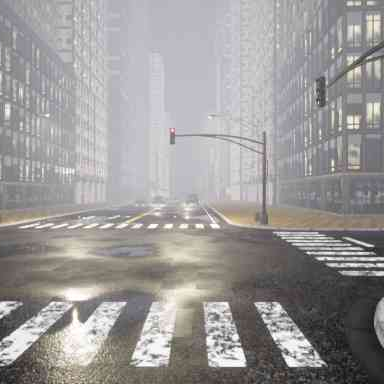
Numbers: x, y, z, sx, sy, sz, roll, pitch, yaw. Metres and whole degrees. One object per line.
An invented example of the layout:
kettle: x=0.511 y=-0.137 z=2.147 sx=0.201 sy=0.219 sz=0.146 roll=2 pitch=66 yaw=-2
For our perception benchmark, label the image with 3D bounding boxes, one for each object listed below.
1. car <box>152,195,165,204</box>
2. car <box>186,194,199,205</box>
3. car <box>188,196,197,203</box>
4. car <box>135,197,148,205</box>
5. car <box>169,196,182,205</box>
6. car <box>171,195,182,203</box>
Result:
car: x=-6.403 y=1.468 z=64.340 sx=2.097 sy=1.767 sz=4.553 roll=0 pitch=0 yaw=0
car: x=0.091 y=1.323 z=60.163 sx=2.150 sy=2.045 sz=5.566 roll=0 pitch=0 yaw=0
car: x=0.107 y=1.541 z=70.550 sx=1.994 sy=1.385 sz=4.181 roll=0 pitch=0 yaw=0
car: x=-9.653 y=1.664 z=64.314 sx=2.033 sy=1.411 sz=5.357 roll=0 pitch=0 yaw=0
car: x=-3.159 y=1.702 z=60.167 sx=1.895 sy=1.301 sz=4.718 roll=0 pitch=0 yaw=0
car: x=-3.144 y=1.495 z=70.139 sx=2.128 sy=1.511 sz=4.902 roll=0 pitch=0 yaw=0
